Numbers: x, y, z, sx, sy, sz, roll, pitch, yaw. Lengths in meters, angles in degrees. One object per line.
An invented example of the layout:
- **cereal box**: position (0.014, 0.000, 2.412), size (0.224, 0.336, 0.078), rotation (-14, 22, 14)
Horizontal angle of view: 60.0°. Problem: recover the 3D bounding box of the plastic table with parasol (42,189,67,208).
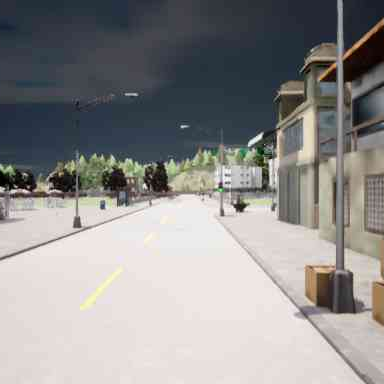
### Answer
- **plastic table with parasol**: position (-19.169, 0.885, 46.393), size (2.482, 2.480, 2.482), rotation (0, 0, 0)
